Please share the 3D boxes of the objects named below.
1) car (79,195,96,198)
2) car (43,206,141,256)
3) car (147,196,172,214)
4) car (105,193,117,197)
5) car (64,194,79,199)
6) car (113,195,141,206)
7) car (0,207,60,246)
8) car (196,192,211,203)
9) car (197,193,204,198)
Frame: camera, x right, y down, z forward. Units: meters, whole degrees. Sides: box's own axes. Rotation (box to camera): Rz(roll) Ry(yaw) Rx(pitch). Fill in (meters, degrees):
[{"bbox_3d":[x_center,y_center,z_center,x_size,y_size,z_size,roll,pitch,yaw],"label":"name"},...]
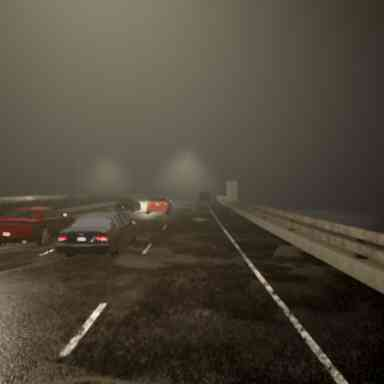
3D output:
[{"bbox_3d":[-19.845,1.229,64.810,1.812,1.442,4.674,0,0,2],"label":"car"},{"bbox_3d":[-3.360,1.479,12.686,2.033,1.411,5.357,0,0,0],"label":"car"},{"bbox_3d":[-3.108,1.184,32.604,2.097,1.767,4.553,0,0,1],"label":"car"},{"bbox_3d":[-16.254,1.050,67.096,2.097,1.767,4.553,0,0,2],"label":"car"},{"bbox_3d":[-23.338,1.183,64.972,1.882,1.535,5.008,0,0,2],"label":"car"},{"bbox_3d":[-6.575,1.302,34.444,1.882,1.535,5.008,0,0,1],"label":"car"},{"bbox_3d":[-6.843,1.398,14.826,1.882,1.535,5.008,0,0,0],"label":"car"},{"bbox_3d":[2.204,0.938,59.328,2.150,2.045,5.566,0,0,2],"label":"car"},{"bbox_3d":[2.485,0.962,94.009,1.994,1.385,4.181,0,0,3],"label":"car"}]
